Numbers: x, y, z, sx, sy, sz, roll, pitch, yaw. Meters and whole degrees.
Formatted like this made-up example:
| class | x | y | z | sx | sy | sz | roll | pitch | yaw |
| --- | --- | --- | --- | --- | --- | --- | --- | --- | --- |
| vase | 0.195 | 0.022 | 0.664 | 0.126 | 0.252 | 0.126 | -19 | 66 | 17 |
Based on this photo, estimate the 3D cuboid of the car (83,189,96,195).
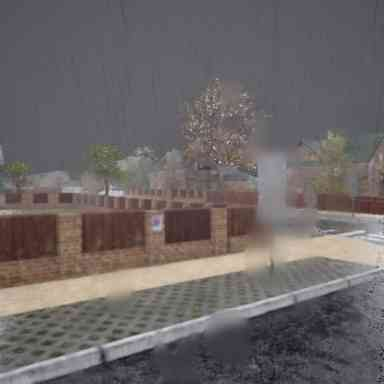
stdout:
| class | x | y | z | sx | sy | sz | roll | pitch | yaw |
| --- | --- | --- | --- | --- | --- | --- | --- | --- | --- |
| car | -18.040 | 0.272 | 59.042 | 2.128 | 1.511 | 4.902 | -2 | 2 | -33 |

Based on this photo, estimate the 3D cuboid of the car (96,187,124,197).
| class | x | y | z | sx | sy | sz | roll | pitch | yaw |
| --- | --- | --- | --- | --- | --- | --- | --- | --- | --- |
| car | -12.213 | 0.192 | 50.607 | 2.150 | 2.045 | 5.566 | -2 | 2 | -34 |
